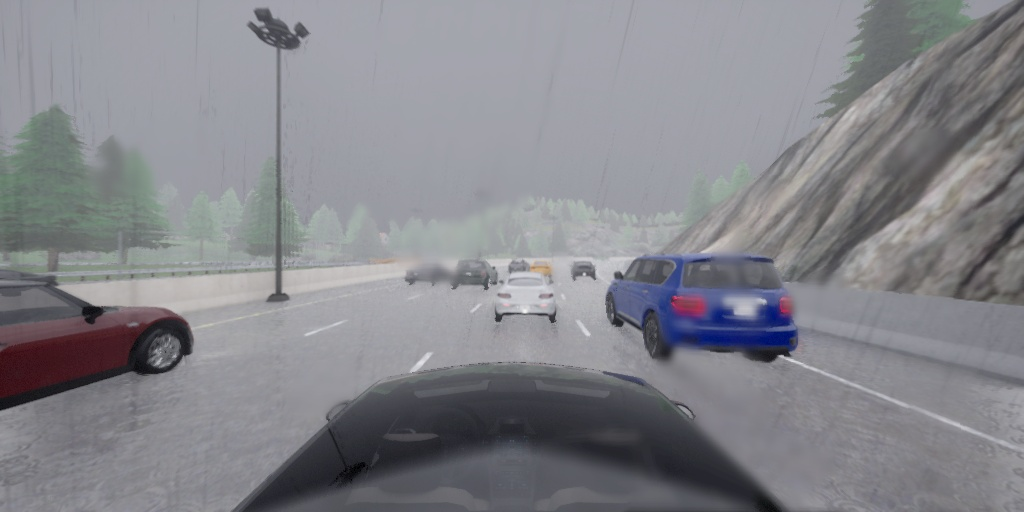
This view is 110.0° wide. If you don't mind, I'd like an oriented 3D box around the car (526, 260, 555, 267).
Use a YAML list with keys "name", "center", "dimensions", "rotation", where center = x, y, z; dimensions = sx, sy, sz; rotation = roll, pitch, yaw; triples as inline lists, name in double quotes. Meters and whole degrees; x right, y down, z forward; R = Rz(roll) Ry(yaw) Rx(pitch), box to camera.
- name: "car"
  center: [2.683, 1.125, 31.545]
  dimensions: [1.882, 1.535, 5.008]
  rotation: [0, 0, 9]

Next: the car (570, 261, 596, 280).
- name: "car"
  center: [6.017, 1.165, 30.267]
  dimensions: [1.837, 1.490, 4.892]
  rotation: [0, 0, 9]

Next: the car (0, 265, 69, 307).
- name: "car"
  center: [-20.647, 1.174, 13.377]
  dimensions: [1.882, 1.535, 5.008]
  rotation: [0, 0, 3]

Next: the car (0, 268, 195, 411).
- name: "car"
  center: [-6.805, 1.076, 4.569]
  dimensions: [2.097, 1.767, 4.553]
  rotation: [0, 0, 1]

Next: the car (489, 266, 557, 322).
- name: "car"
  center: [0.490, 1.239, 12.092]
  dimensions: [1.812, 1.442, 4.674]
  rotation: [0, 0, 3]

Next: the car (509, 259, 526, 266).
- name: "car"
  center: [0.863, 1.102, 40.689]
  dimensions: [2.128, 1.511, 4.902]
  rotation: [0, 0, 12]

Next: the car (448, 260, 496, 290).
- name: "car"
  center: [-2.143, 1.023, 22.130]
  dimensions: [2.097, 1.767, 4.553]
  rotation: [0, 0, 6]

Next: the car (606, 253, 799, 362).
- name: "car"
  center: [3.784, 0.956, 8.332]
  dimensions: [2.150, 2.045, 5.566]
  rotation: [0, 0, 2]

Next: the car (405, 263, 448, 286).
- name: "car"
  center: [-5.446, 1.203, 24.389]
  dimensions: [2.033, 1.411, 5.357]
  rotation: [0, 0, 7]
